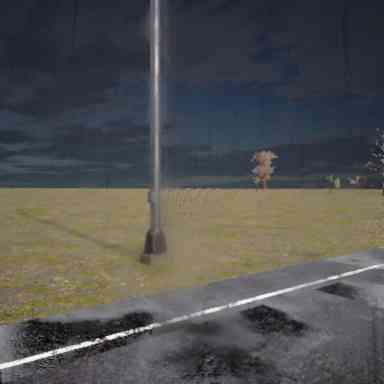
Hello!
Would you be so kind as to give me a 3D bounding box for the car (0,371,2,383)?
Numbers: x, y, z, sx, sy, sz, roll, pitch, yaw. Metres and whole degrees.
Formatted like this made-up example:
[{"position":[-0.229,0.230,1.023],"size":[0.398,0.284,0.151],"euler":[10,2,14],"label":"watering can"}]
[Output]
[{"position":[-3.673,1.483,1.373],"size":[5.008,1.535,1.882],"euler":[0,0,-36],"label":"car"}]
